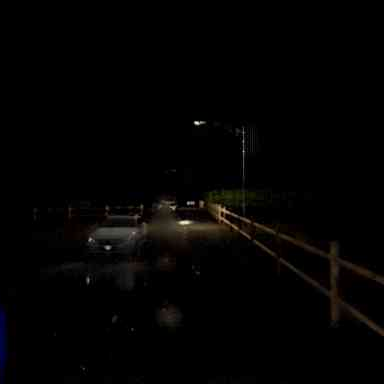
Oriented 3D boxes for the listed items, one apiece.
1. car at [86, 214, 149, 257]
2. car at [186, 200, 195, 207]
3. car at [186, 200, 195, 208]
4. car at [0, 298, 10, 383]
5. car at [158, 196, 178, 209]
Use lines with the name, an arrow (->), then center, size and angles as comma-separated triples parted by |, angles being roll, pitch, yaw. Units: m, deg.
car -> -2.886, 1.677, 13.765 | 1.812, 1.442, 4.674 | 0, -1, 0
car -> -0.278, 2.750, 78.931 | 2.128, 1.511, 4.902 | 0, -1, 0
car -> -0.242, 2.695, 68.949 | 1.895, 1.301, 4.718 | 0, -1, 0
car -> -2.854, 1.494, 1.459 | 1.882, 1.535, 5.008 | 0, 0, 0
car -> -2.893, 1.505, 40.860 | 2.150, 2.045, 5.566 | 0, -1, 0
